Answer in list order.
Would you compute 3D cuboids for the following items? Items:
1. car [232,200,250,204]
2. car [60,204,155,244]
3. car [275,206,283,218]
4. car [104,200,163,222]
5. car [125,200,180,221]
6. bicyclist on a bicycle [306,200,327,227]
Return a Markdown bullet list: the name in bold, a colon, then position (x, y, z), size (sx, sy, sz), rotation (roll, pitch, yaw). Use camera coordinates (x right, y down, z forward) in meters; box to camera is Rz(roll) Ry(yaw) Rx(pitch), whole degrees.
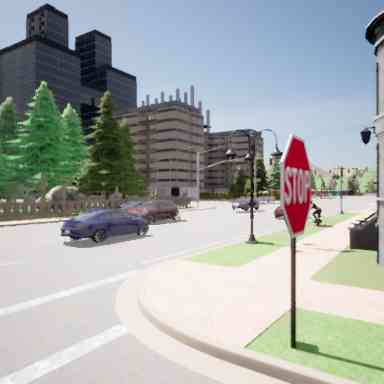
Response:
- **car**: position (6.232, 1.281, 38.580), size (2.128, 1.511, 4.902), rotation (0, 0, 33)
- **car**: position (-4.116, 1.563, 16.277), size (1.812, 1.442, 4.674), rotation (0, 0, 33)
- **car**: position (8.939, 1.602, 29.764), size (1.994, 1.385, 4.181), rotation (0, 0, 33)
- **car**: position (-4.860, 1.529, 28.224), size (2.128, 1.511, 4.902), rotation (0, 0, 33)
- **car**: position (-2.886, 1.390, 24.858), size (2.097, 1.767, 4.553), rotation (0, 0, 33)
- **bicyclist on a bicycle**: position (7.538, 1.339, 20.737), size (1.656, 1.620, 0.582), rotation (0, 0, 33)
